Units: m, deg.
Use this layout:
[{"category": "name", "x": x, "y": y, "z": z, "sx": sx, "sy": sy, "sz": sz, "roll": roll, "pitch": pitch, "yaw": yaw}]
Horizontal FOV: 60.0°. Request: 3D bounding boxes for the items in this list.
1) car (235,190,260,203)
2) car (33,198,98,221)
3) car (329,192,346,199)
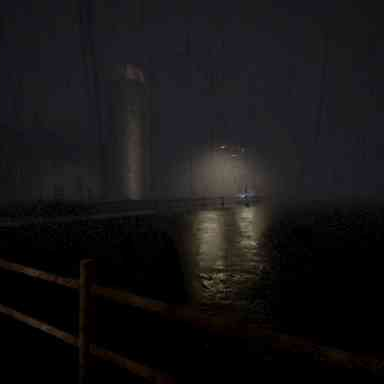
[{"category": "car", "x": 9.142, "y": 0.750, "z": 54.469, "sx": 2.150, "sy": 2.045, "sz": 5.566, "roll": 0, "pitch": 0, "yaw": 38}, {"category": "car", "x": -9.187, "y": 1.220, "z": 24.650, "sx": 2.128, "sy": 1.511, "sz": 4.902, "roll": 0, "pitch": 0, "yaw": 34}, {"category": "car", "x": 34.898, "y": 0.848, "z": 81.002, "sx": 2.033, "sy": 1.411, "sz": 5.357, "roll": 0, "pitch": 0, "yaw": 42}]
